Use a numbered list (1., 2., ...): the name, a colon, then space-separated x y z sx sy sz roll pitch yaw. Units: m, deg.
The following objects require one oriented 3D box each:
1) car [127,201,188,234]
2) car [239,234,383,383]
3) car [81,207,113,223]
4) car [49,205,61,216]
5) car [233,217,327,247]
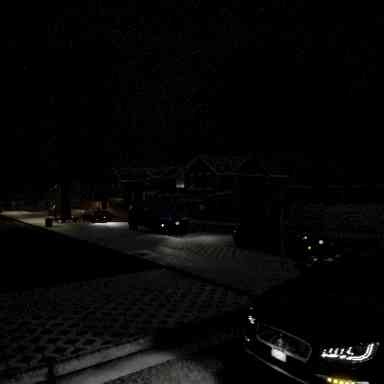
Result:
1. car: -2.526 1.635 22.872 2.150 2.045 5.566 0 -1 -36
2. car: 2.918 1.530 5.057 4.892 1.490 1.837 0 0 -36
3. car: -9.223 2.204 32.230 1.994 1.385 4.181 0 -1 -36
4. car: -17.568 2.462 44.006 1.994 1.385 4.181 0 -1 -35
5. car: 3.696 1.760 14.172 1.994 1.385 4.181 0 -1 -36
